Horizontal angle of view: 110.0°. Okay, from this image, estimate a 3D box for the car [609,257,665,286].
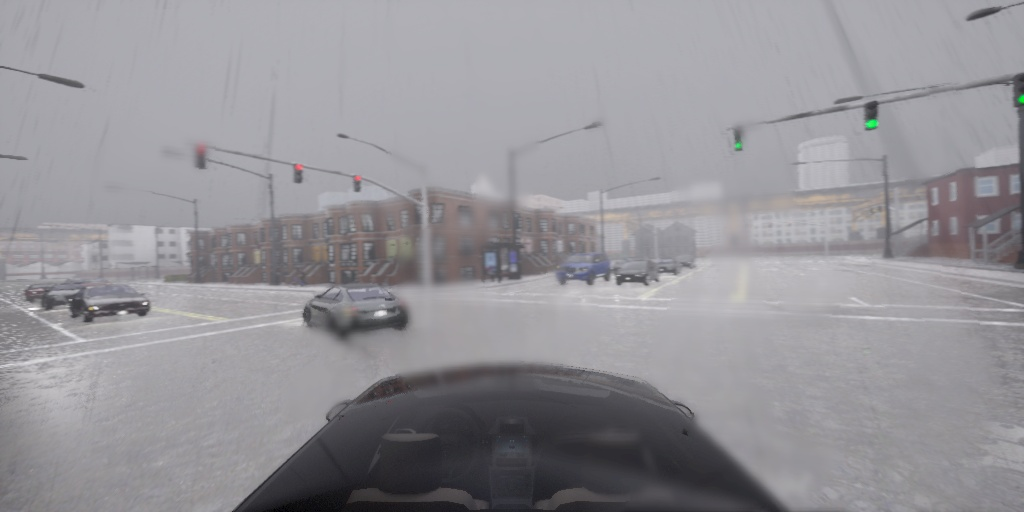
[{"bbox_3d":[7.899,0.980,22.411,1.837,1.490,4.892,-2,0,33],"label":"car"}]

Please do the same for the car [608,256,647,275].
[{"bbox_3d":[10.708,0.872,33.082,2.128,1.511,4.902,-2,0,33],"label":"car"}]

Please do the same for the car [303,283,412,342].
[{"bbox_3d":[-4.720,1.500,10.705,1.994,1.385,4.181,-2,0,-43],"label":"car"}]

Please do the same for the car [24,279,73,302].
[{"bbox_3d":[-34.927,2.689,26.954,4.718,1.301,1.895,-2,0,33],"label":"car"}]

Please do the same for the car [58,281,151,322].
[{"bbox_3d":[-17.955,1.986,15.904,5.357,1.411,2.033,-2,0,33],"label":"car"}]

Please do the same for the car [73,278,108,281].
[{"bbox_3d":[-41.381,2.903,35.555,4.181,1.385,1.994,-2,0,33],"label":"car"}]

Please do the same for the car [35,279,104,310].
[{"bbox_3d":[-26.304,2.322,21.336,4.181,1.385,1.994,-2,0,33],"label":"car"}]

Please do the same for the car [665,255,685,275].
[{"bbox_3d":[12.888,0.858,30.030,1.994,1.385,4.181,-2,0,33],"label":"car"}]

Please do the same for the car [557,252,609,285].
[{"bbox_3d":[5.090,0.804,24.522,2.150,2.045,5.566,-2,0,33],"label":"car"}]

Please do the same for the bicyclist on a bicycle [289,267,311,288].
[{"bbox_3d":[-16.674,1.707,28.167,0.582,1.620,1.656,-2,0,33],"label":"bicyclist on a bicycle"}]

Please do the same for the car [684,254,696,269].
[{"bbox_3d":[18.557,0.597,38.629,1.837,1.490,4.892,-2,0,33],"label":"car"}]
